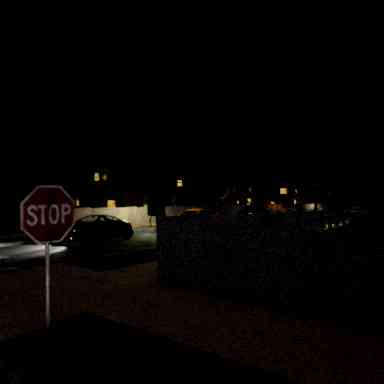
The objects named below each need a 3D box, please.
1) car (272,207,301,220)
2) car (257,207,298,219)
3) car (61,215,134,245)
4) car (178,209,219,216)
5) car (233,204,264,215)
[{"bbox_3d":[11.549,2.559,40.449,1.895,1.301,4.718,-1,-2,36],"label":"car"},{"bbox_3d":[8.133,2.287,30.652,1.895,1.301,4.718,-1,-2,36],"label":"car"},{"bbox_3d":[-5.007,1.876,17.304,1.994,1.385,4.181,-1,-2,35],"label":"car"},{"bbox_3d":[0.196,1.992,24.593,1.882,1.535,5.008,-1,-2,36],"label":"car"},{"bbox_3d":[5.795,2.086,32.439,2.097,1.767,4.553,-1,-2,36],"label":"car"}]
